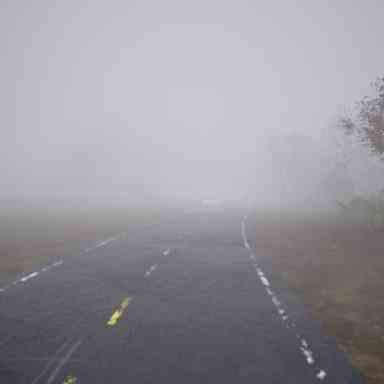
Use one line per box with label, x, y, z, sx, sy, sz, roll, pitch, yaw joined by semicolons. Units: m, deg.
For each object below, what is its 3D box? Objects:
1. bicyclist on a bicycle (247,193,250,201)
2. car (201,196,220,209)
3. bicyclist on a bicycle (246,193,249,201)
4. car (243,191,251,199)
bicyclist on a bicycle;11.942;1.066;70.814;0.582;1.620;1.656;0;0;11
car;2.390;1.286;41.701;1.812;1.442;4.674;0;0;11
bicyclist on a bicycle;10.341;1.095;62.479;0.866;1.612;1.509;0;0;11
car;14.465;1.045;88.448;1.812;1.442;4.674;0;0;11
